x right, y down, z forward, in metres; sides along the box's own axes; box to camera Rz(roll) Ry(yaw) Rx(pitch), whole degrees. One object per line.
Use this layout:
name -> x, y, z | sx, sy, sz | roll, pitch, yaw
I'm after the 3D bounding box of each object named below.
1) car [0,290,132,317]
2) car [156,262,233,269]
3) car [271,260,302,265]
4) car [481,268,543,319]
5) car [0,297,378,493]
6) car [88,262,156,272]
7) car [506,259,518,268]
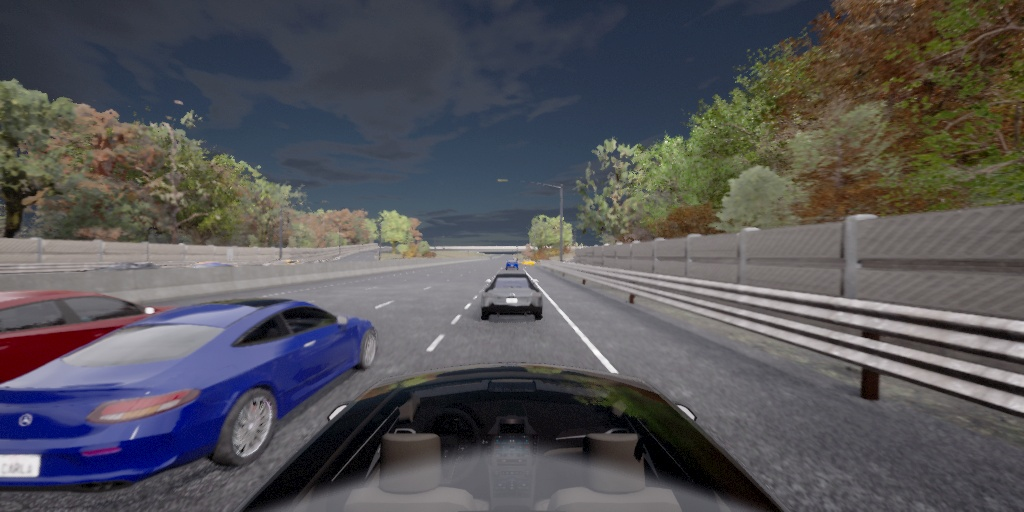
car -> -6.898, 1.225, 5.255 | 1.882, 1.535, 5.008 | 0, 0, 0
car -> -21.055, 1.225, 24.811 | 1.882, 1.535, 5.008 | 0, 0, 1
car -> -28.054, 1.245, 44.374 | 1.882, 1.535, 5.008 | 0, 0, 0
car -> -0.002, 1.309, 12.744 | 1.994, 1.385, 4.181 | 0, 0, 0
car -> -3.401, 1.274, 4.768 | 1.812, 1.442, 4.674 | 0, 0, 0
car -> -31.560, 1.242, 29.401 | 2.128, 1.511, 4.902 | 0, 0, 0
car -> 0.039, 1.257, 55.426 | 1.882, 1.535, 5.008 | 0, 0, 1
